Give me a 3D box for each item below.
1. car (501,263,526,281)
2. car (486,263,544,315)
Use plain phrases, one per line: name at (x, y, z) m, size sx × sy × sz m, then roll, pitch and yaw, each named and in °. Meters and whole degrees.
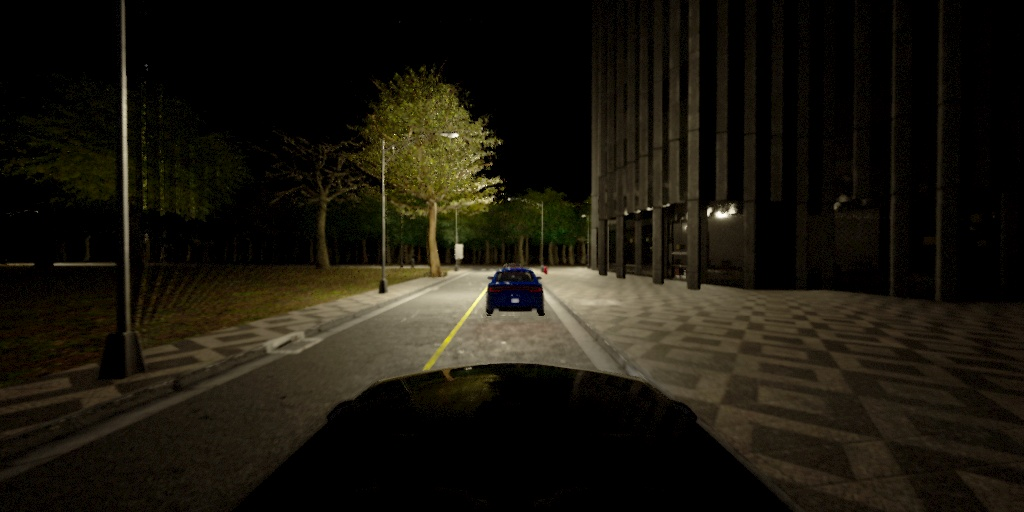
car at (0.095, 1.240, 29.224) m, size 1.895 × 1.301 × 4.718 m, roll 0°, pitch 0°, yaw 0°
car at (0.097, 1.183, 13.313) m, size 1.882 × 1.535 × 5.008 m, roll 0°, pitch 0°, yaw 0°
